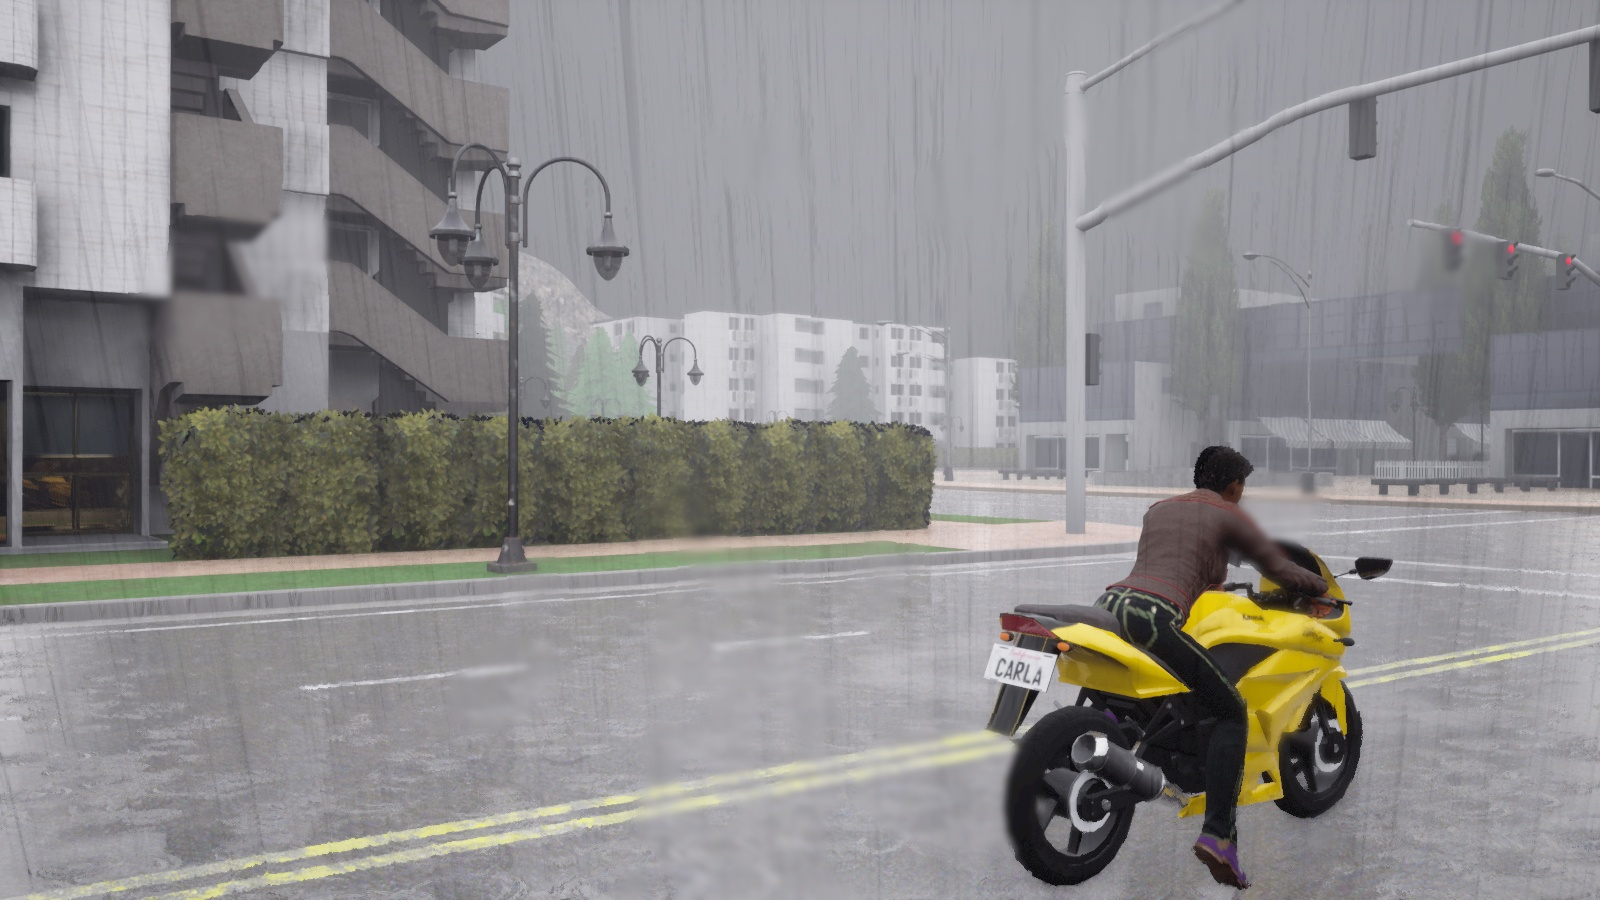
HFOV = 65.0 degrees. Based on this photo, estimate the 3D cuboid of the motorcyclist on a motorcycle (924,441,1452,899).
[{"bbox_3d":[1.507,0.735,4.703,2.044,1.523,0.797,0,0,-35],"label":"motorcyclist on a motorcycle"}]
